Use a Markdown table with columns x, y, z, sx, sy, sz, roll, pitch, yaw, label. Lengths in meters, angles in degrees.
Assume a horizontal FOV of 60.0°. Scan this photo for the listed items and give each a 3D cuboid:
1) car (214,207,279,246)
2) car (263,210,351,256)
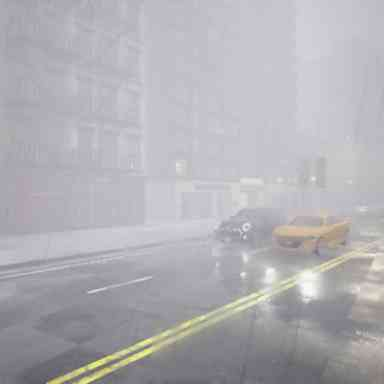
| x | y | z | sx | sy | sz | roll | pitch | yaw | label |
| --- | --- | --- | --- | --- | --- | --- | --- | --- | --- |
| 3.101 | 1.582 | 16.807 | 2.097 | 1.767 | 4.553 | -1 | -1 | 42 | car |
| 5.246 | 1.651 | 14.324 | 1.882 | 1.535 | 5.008 | -1 | -1 | 41 | car |
